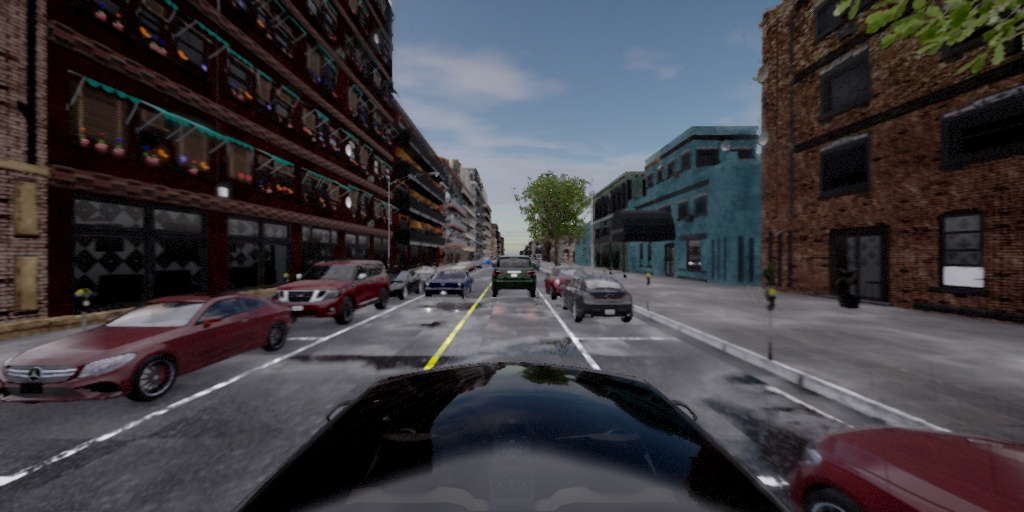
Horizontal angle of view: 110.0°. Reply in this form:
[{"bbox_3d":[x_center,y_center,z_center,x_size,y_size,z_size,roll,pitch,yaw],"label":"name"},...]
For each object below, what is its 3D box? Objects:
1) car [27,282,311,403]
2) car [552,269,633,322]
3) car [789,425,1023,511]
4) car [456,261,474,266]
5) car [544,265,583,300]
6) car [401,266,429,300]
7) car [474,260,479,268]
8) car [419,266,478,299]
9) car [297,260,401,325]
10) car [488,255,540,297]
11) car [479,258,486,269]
[{"bbox_3d":[-5.690,1.333,6.340,1.802,1.307,4.207,0,0,0],"label":"car"},{"bbox_3d":[2.690,1.305,12.035,2.007,1.370,4.403,0,0,0],"label":"car"},{"bbox_3d":[2.691,1.332,0.642,1.802,1.307,4.207,0,0,0],"label":"car"},{"bbox_3d":[-5.692,1.308,40.350,1.751,1.417,4.829,0,0,0],"label":"car"},{"bbox_3d":[2.690,1.198,17.732,1.967,1.591,4.097,0,0,0],"label":"car"},{"bbox_3d":[-5.690,1.324,17.734,1.948,1.339,4.313,0,0,0],"label":"car"},{"bbox_3d":[-5.691,1.335,46.217,1.888,1.381,4.507,0,0,0],"label":"car"},{"bbox_3d":[-3.079,1.360,18.298,1.895,1.301,4.718,0,0,0],"label":"car"},{"bbox_3d":[-5.690,1.069,12.037,2.192,1.841,5.009,0,0,0],"label":"car"},{"bbox_3d":[0.099,0.981,19.264,2.150,2.045,5.566,0,0,0],"label":"car"},{"bbox_3d":[-5.692,1.375,57.609,1.948,1.339,4.313,0,0,0],"label":"car"}]
